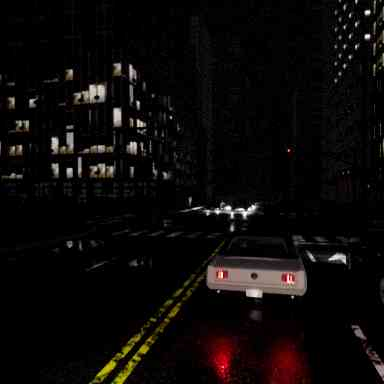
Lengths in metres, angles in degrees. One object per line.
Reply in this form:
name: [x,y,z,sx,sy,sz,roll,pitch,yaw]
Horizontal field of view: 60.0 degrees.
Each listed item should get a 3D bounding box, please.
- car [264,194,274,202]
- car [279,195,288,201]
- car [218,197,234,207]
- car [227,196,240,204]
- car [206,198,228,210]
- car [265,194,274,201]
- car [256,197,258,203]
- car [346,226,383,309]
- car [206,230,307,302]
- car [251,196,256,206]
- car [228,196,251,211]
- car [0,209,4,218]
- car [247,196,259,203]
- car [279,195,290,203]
car: [16.417,1.521,70.821,1.895,1.301,4.718,0,0,13]
car: [21.872,1.344,79.809,1.895,1.301,4.718,0,0,13]
car: [5.453,1.560,53.040,1.895,1.301,4.718,0,0,13]
car: [7.885,1.452,63.169,1.837,1.490,4.892,0,0,14]
car: [3.124,1.518,43.174,2.033,1.411,5.357,0,0,13]
car: [18.702,1.275,80.526,2.128,1.511,4.902,0,0,13]
car: [10.351,1.551,59.539,1.895,1.301,4.718,0,0,14]
car: [4.831,1.500,7.441,1.837,1.490,4.892,0,0,13]
car: [1.702,1.596,8.344,1.895,1.301,4.718,0,0,14]
car: [8.013,1.454,49.733,2.128,1.511,4.902,0,0,13]
car: [5.893,1.498,40.731,1.812,1.442,4.674,0,0,13]
car: [-17.327,1.432,26.672,4.313,1.339,1.947,1,1,14]
car: [12.821,1.476,69.733,2.033,1.411,5.357,0,0,13]
car: [19.478,1.465,69.640,2.033,1.411,5.357,0,0,13]
